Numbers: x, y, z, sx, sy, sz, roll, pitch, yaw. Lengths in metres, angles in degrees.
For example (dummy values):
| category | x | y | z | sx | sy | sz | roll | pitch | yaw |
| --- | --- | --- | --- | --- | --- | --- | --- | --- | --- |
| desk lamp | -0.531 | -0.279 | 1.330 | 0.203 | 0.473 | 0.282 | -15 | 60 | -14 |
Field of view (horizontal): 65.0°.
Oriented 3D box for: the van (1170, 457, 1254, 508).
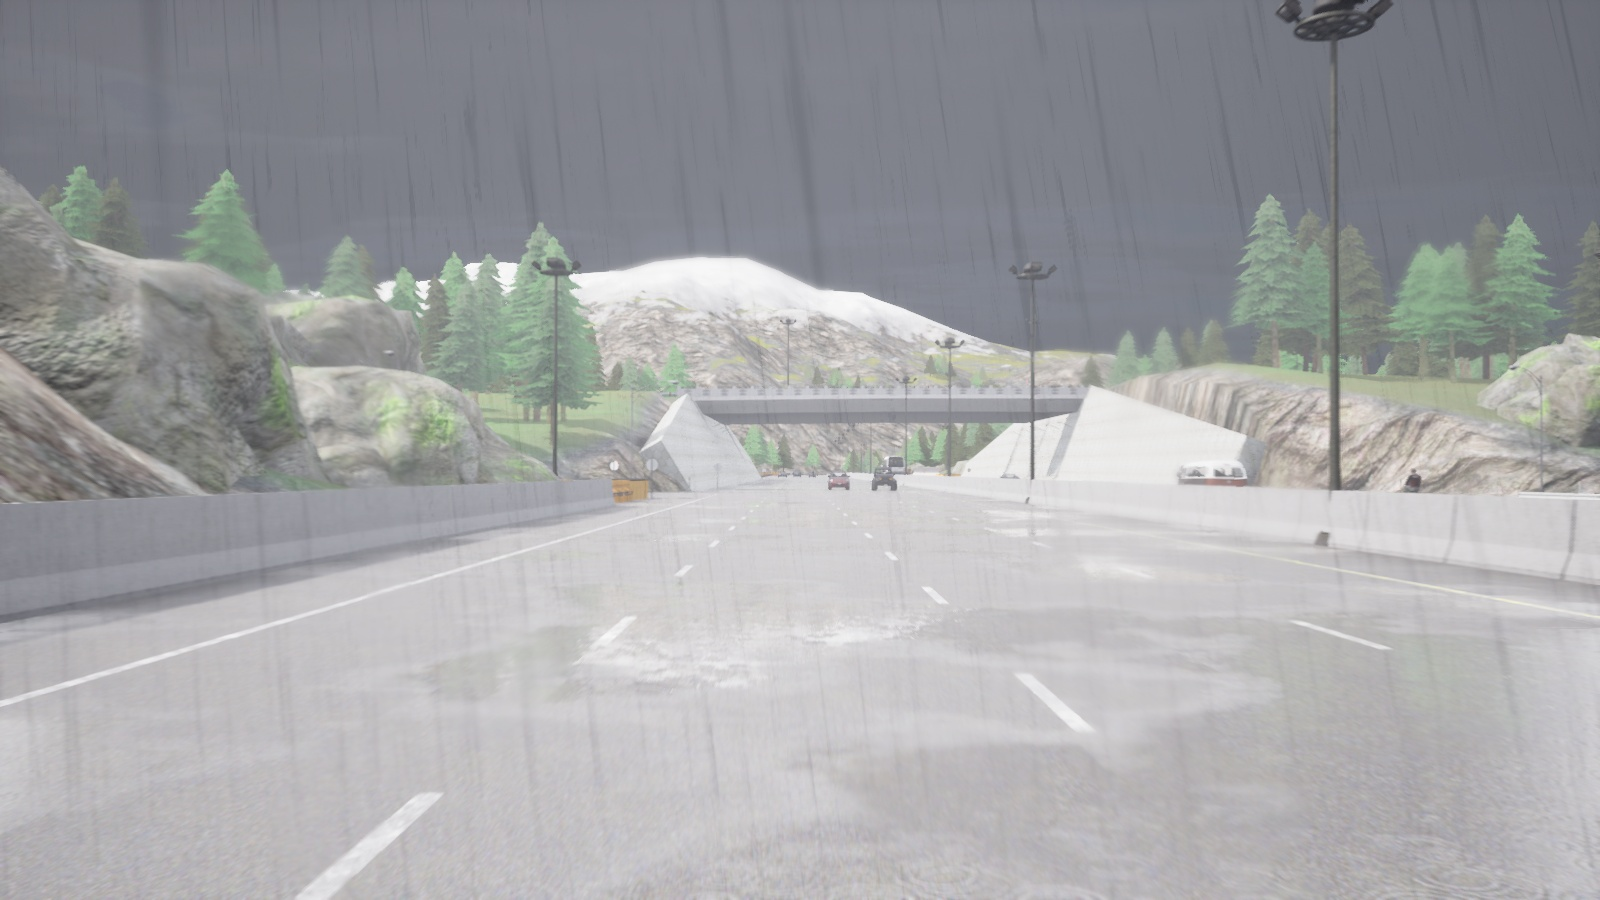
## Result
| category | x | y | z | sx | sy | sz | roll | pitch | yaw |
| --- | --- | --- | --- | --- | --- | --- | --- | --- | --- |
| van | 17.370 | 1.357 | 53.219 | 2.069 | 2.038 | 4.480 | 0 | -1 | 0 |
